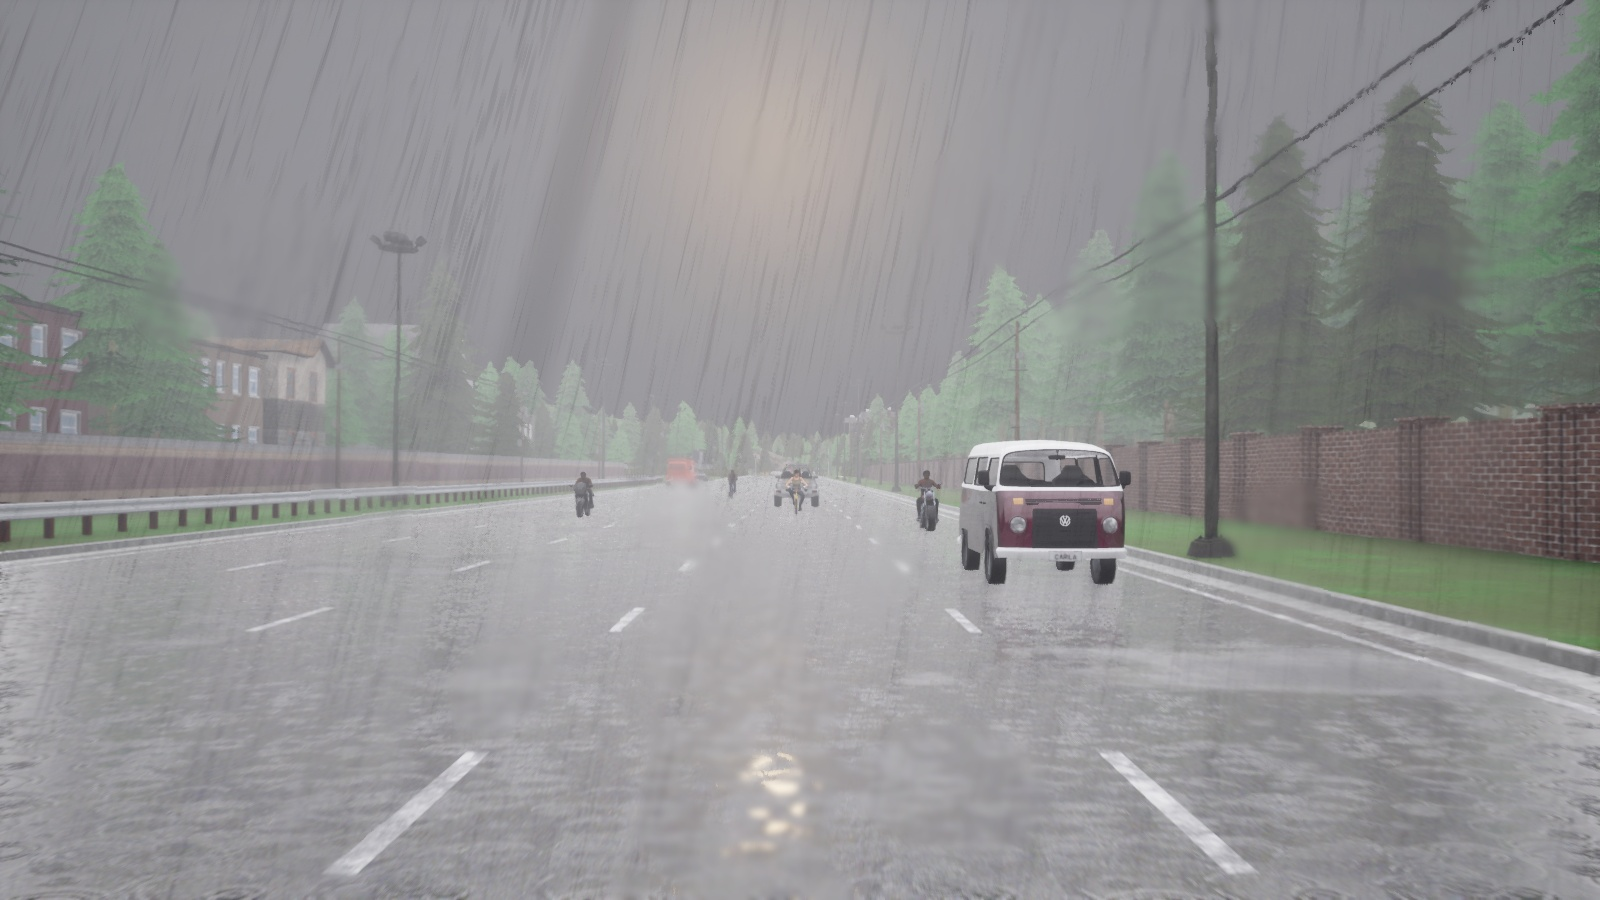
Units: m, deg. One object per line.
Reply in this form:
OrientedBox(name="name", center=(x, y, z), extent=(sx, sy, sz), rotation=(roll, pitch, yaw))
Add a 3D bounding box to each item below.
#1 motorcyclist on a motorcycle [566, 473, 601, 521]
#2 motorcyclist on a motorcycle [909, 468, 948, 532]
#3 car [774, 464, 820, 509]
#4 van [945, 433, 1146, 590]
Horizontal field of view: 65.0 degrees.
OrientedBox(name="motorcyclist on a motorcycle", center=(-7.099, 1.516, 41.294), extent=(0.797, 1.523, 2.044), rotation=(0, -1, 0))
OrientedBox(name="motorcyclist on a motorcycle", center=(3.419, 1.314, 33.601), extent=(0.766, 1.649, 2.350), rotation=(0, -1, 0))
OrientedBox(name="car", center=(-0.140, 1.557, 55.474), extent=(1.932, 1.855, 4.605), rotation=(0, 0, 0))
OrientedBox(name="van", center=(3.454, 0.835, 18.577), extent=(2.069, 2.038, 4.480), rotation=(0, -1, 0))
